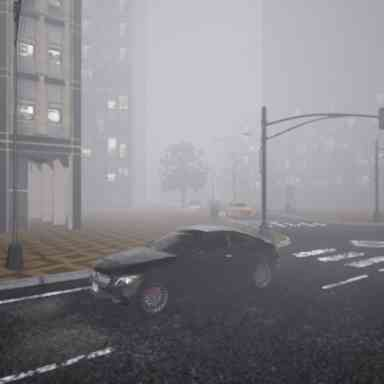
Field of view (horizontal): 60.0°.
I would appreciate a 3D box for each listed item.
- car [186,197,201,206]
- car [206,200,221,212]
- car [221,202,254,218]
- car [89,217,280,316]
[{"bbox_3d":[0.487,2.070,65.365,1.994,1.385,4.181,0,-1,-7],"label":"car"},{"bbox_3d":[3.080,1.810,44.271,2.128,1.511,4.902,0,-1,-7],"label":"car"},{"bbox_3d":[4.583,1.696,32.406,1.882,1.535,5.008,0,0,-7],"label":"car"},{"bbox_3d":[0.065,1.536,7.631,4.674,1.442,1.812,0,0,-36],"label":"car"}]
